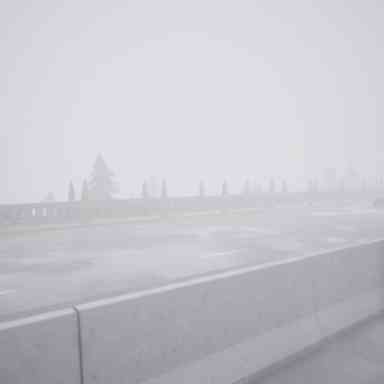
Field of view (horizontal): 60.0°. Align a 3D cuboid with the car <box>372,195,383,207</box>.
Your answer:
[{"bbox_3d":[18.079,0.692,29.756,4.718,1.301,1.895,-2,1,-36],"label":"car"}]
